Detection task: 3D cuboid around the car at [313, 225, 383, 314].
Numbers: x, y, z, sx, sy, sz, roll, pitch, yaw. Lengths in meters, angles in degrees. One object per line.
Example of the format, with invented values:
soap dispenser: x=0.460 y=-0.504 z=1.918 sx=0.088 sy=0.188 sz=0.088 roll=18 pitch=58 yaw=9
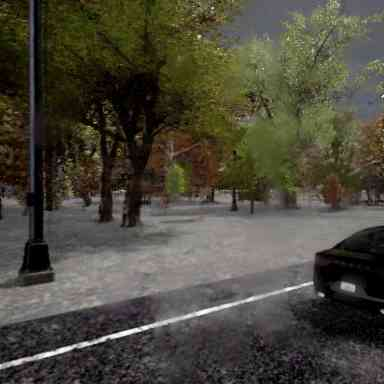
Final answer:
car: x=4.656 y=1.442 z=7.065 sx=5.008 sy=1.535 sz=1.882 roll=0 pitch=0 yaw=-35
